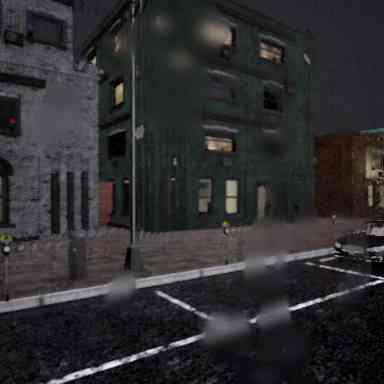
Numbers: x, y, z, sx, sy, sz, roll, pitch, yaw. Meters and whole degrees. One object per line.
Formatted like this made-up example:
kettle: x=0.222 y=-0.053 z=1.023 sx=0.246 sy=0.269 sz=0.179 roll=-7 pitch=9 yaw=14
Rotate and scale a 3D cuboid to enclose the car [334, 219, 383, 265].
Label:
car: x=6.588 y=1.620 z=11.268 sx=4.403 sy=1.369 sz=2.008 roll=0 pitch=-1 yaw=-36
